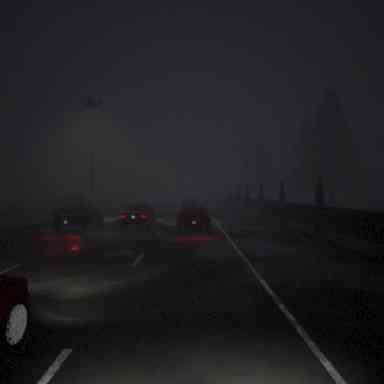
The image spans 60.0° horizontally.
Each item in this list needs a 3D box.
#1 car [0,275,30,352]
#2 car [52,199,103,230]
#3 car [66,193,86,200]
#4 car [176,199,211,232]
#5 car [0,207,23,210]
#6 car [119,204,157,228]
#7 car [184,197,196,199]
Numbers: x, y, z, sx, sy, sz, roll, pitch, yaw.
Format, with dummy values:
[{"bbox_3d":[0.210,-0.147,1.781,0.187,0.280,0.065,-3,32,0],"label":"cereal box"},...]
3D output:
[{"bbox_3d":[-3.401,1.468,3.109,1.882,1.535,5.008,0,0,0],"label":"car"},{"bbox_3d":[-6.911,1.430,20.578,2.128,1.511,4.902,0,0,0],"label":"car"},{"bbox_3d":[-14.470,1.103,40.375,2.150,2.045,5.566,0,0,-1],"label":"car"},{"bbox_3d":[0.092,1.419,19.708,1.882,1.535,5.008,0,0,0],"label":"car"},{"bbox_3d":[-21.468,1.386,40.309,1.837,1.490,4.892,0,0,-1],"label":"car"},{"bbox_3d":[-3.412,1.482,21.701,2.033,1.411,5.357,0,0,0],"label":"car"},{"bbox_3d":[-0.249,1.363,38.559,1.882,1.535,5.008,0,0,-2],"label":"car"}]
